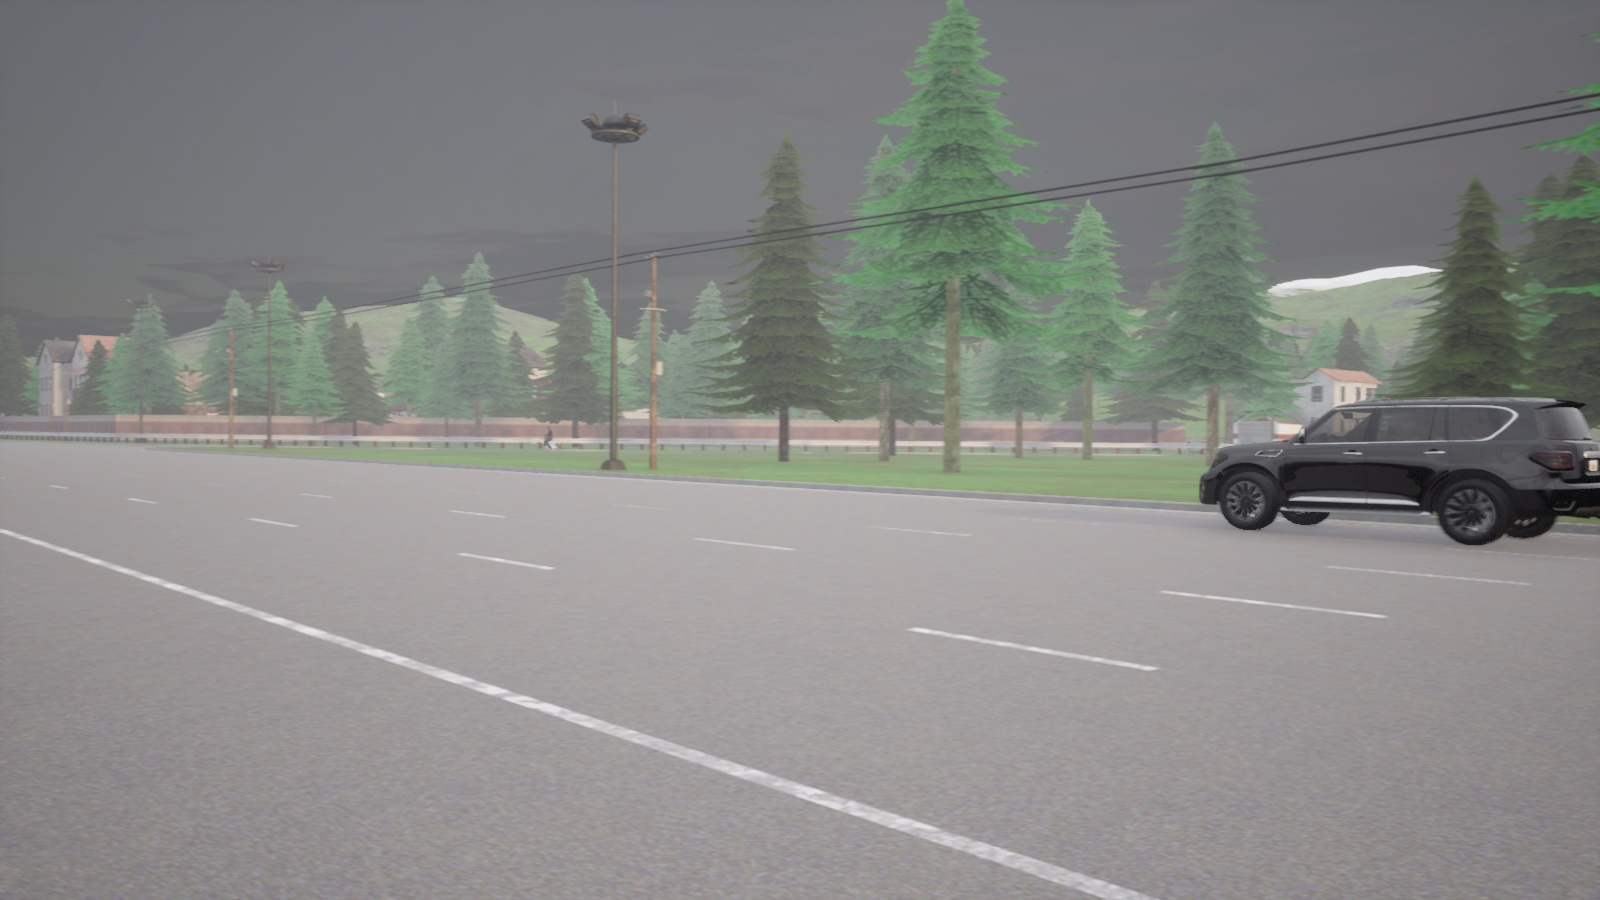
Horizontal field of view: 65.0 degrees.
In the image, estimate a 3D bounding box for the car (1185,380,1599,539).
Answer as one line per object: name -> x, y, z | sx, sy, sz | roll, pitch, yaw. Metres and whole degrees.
car -> 8.881, 0.093, 18.905 | 2.150, 2.045, 5.566 | -1, 1, -42
